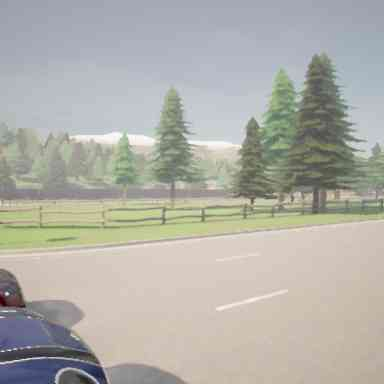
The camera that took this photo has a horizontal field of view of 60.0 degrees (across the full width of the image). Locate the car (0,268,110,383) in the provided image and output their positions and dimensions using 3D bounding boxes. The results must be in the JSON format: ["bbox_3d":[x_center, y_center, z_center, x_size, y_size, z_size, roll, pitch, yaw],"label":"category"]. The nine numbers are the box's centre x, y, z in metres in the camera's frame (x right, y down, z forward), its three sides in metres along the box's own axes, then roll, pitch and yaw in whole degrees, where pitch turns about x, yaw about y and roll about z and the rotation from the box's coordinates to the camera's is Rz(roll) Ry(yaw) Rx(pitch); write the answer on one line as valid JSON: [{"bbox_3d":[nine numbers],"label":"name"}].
[{"bbox_3d":[-2.719,1.353,1.807,4.553,1.767,2.097,0,0,-36],"label":"car"}]

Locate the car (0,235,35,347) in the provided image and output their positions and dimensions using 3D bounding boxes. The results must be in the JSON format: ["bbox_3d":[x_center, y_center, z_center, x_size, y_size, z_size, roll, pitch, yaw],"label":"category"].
[{"bbox_3d":[-4.690,1.565,4.701,4.181,1.385,1.994,0,0,-36],"label":"car"}]
